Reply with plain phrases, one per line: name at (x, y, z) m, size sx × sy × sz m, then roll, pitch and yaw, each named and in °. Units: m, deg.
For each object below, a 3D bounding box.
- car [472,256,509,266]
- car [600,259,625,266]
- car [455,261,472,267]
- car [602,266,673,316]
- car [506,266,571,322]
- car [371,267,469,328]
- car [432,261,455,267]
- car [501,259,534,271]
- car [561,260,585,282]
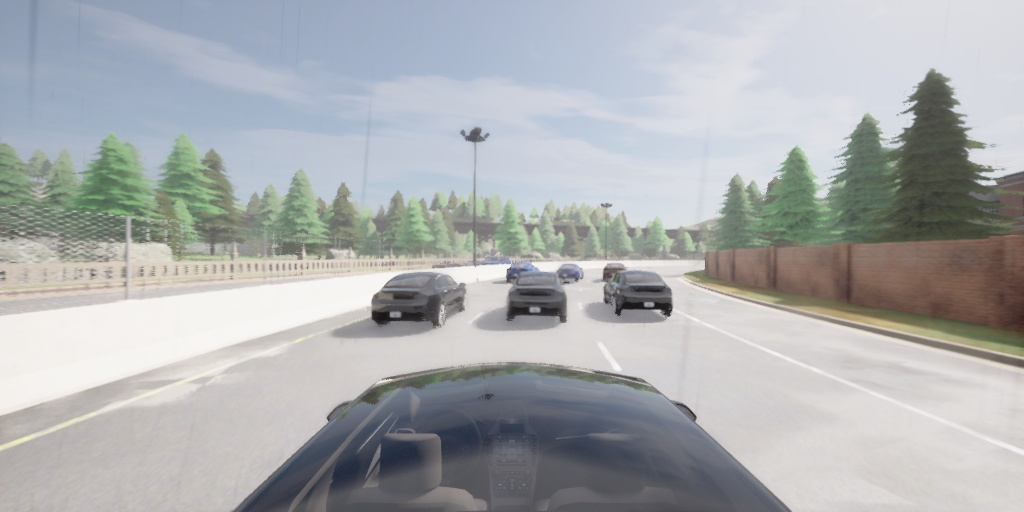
car at (-2.026, 0.991, 41.787) m, size 2.150 × 2.045 × 5.566 m, roll 0°, pitch 0°, yaw 23°
car at (8.972, 1.291, 31.046) m, size 1.882 × 1.535 × 5.008 m, roll 0°, pitch 0°, yaw 19°
car at (-4.710, 1.287, 44.267) m, size 1.812 × 1.442 × 4.674 m, roll 0°, pitch 0°, yaw 24°
car at (4.630, 1.285, 13.664) m, size 1.837 × 1.490 × 4.892 m, roll 0°, pitch 0°, yaw 8°
car at (0.943, 1.268, 12.460) m, size 1.837 × 1.490 × 4.892 m, roll 0°, pitch 0°, yaw 7°
car at (-2.707, 1.250, 11.483) m, size 1.837 × 1.490 × 4.892 m, roll 0°, pitch 0°, yaw 6°
car at (-8.135, 1.347, 45.197) m, size 1.895 × 1.301 × 4.718 m, roll 0°, pitch 0°, yaw 24°
car at (0.962, 1.253, 29.091) m, size 1.882 × 1.535 × 5.008 m, roll 0°, pitch 0°, yaw 16°
car at (4.787, 1.319, 29.597) m, size 1.812 × 1.442 × 4.674 m, roll 0°, pitch 0°, yaw 18°
